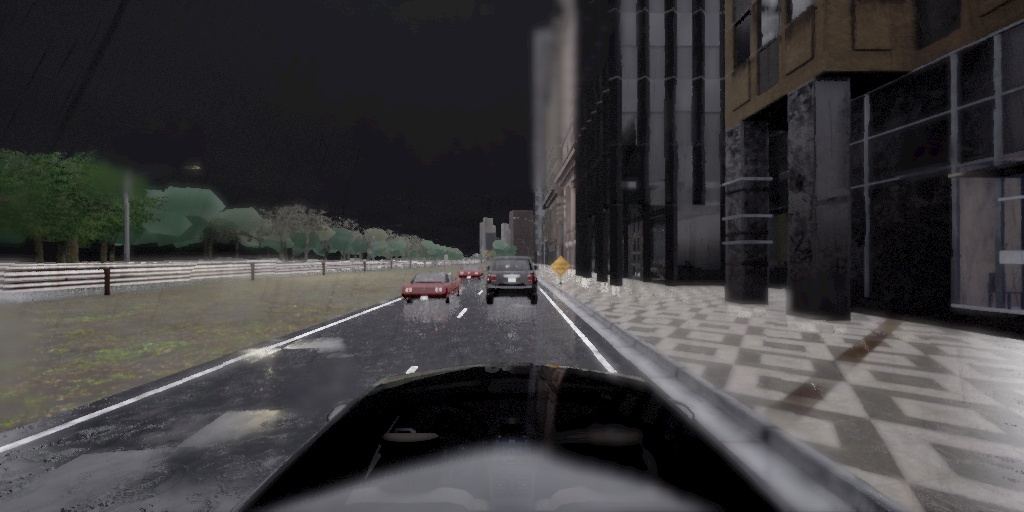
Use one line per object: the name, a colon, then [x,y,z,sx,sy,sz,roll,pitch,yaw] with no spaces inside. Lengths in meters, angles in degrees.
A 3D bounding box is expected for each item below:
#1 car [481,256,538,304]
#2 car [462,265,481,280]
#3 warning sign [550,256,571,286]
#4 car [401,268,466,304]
car: [-0.001,1.029,16.532,2.150,2.045,5.566,0,0,0]
car: [-3.500,1.440,31.532,1.895,1.301,4.718,0,0,0]
warning sign: [3.049,0.903,22.448,1.300,1.860,1.060,0,0,0]
car: [-3.500,1.387,16.531,1.895,1.301,4.718,0,0,0]
